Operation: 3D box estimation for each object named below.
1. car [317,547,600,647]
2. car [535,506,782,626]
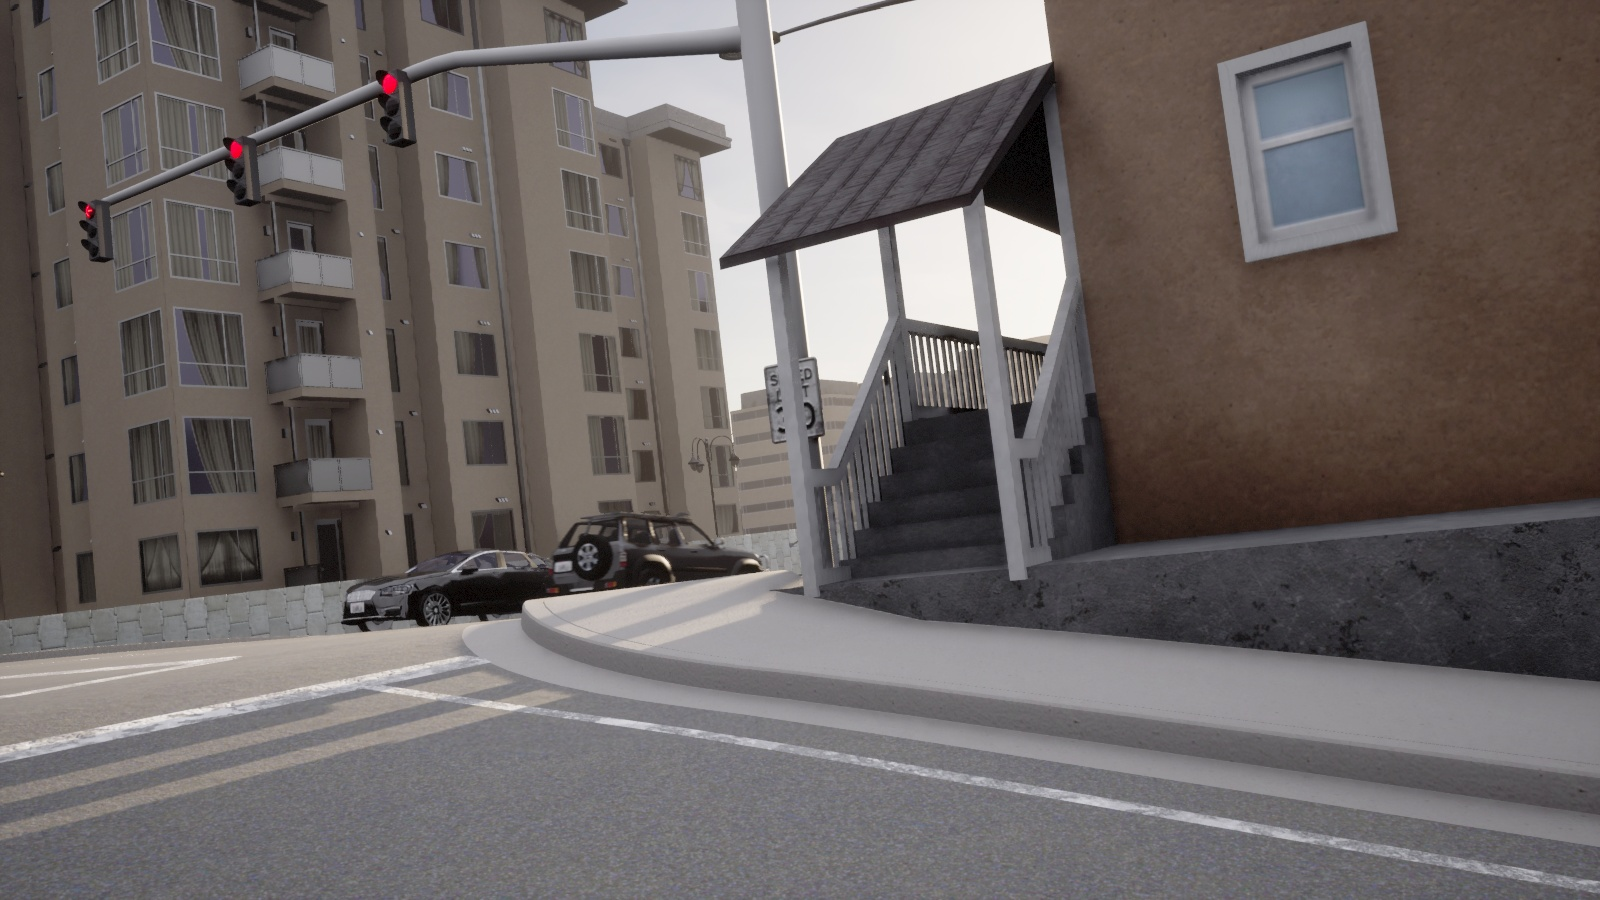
[{"bbox_3d":[-6.310,2.718,23.754,2.128,1.511,4.902,-10,-9,33],"label":"car"},{"bbox_3d":[-2.496,2.195,23.264,1.932,1.855,4.605,-10,-11,33],"label":"car"}]
